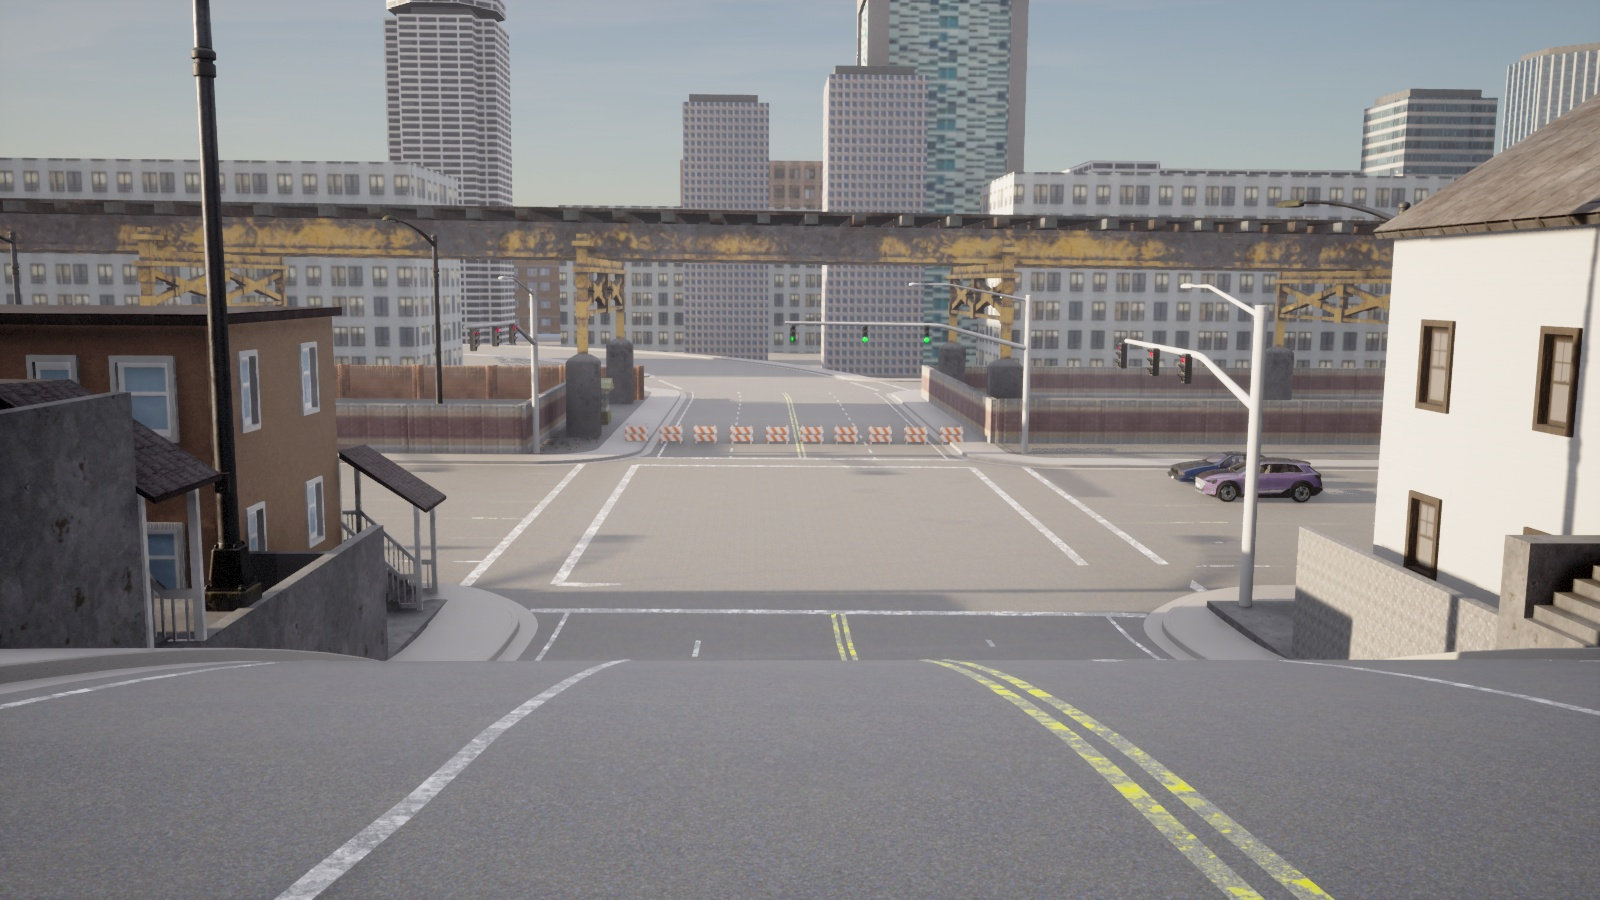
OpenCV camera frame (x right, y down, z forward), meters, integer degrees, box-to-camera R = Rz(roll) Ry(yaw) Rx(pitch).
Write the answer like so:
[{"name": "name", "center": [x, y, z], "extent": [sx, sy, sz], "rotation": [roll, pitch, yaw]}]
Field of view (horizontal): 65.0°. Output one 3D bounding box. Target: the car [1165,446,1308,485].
[{"name": "car", "center": [18.590, 0.645, 53.628], "extent": [5.357, 1.411, 2.033], "rotation": [0, 8, 0]}]

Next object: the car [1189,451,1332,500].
[{"name": "car", "center": [18.326, 0.991, 50.138], "extent": [4.856, 1.649, 2.033], "rotation": [0, 8, 0]}]
